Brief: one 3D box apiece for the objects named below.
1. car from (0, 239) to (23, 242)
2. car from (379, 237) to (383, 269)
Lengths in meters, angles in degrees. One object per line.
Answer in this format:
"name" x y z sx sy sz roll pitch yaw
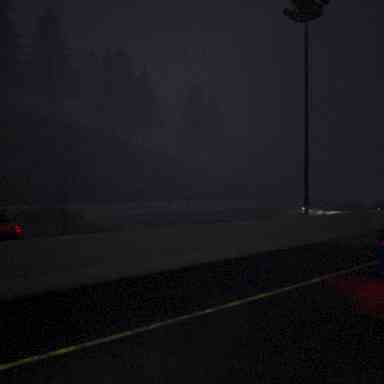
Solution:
"car" -8.239 1.372 11.109 4.553 1.767 2.097 0 0 -36
"car" 7.165 1.482 9.457 5.008 1.535 1.882 0 0 -39
